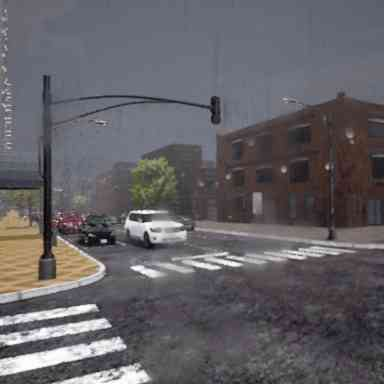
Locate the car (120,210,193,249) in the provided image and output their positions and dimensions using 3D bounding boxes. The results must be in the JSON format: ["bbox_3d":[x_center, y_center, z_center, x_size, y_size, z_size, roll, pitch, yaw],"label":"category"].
[{"bbox_3d":[-2.350,2.131,20.037,2.150,2.045,5.566,0,-3,-28],"label":"car"}]

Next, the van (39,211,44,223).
[{"bbox_3d":[-21.831,3.861,50.758,1.690,1.788,3.998,-1,-2,-28],"label":"van"}]

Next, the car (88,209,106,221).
[{"bbox_3d":[-17.066,4.073,59.590,2.192,1.841,5.009,-1,-2,-28],"label":"car"}]

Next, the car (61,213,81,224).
[{"bbox_3d":[-17.889,3.919,49.109,2.033,1.411,5.357,0,-3,-28],"label":"car"}]

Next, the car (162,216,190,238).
[{"bbox_3d":[-1.329,2.694,26.274,1.994,1.385,4.181,-1,-2,-4],"label":"car"}]

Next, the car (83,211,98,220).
[{"bbox_3d":[-19.758,4.535,64.602,1.752,1.417,4.829,-1,-2,-28],"label":"car"}]

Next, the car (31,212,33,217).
[{"bbox_3d":[-34.920,5.288,75.100,1.887,1.381,4.507,-1,-2,-28],"label":"car"}]

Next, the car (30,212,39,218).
[{"bbox_3d":[-40.079,5.751,84.690,1.752,1.417,4.829,-1,-2,-28],"label":"car"}]

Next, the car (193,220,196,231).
[{"bbox_3d":[-1.229,2.838,30.427,2.008,1.369,4.403,-1,-2,-28],"label":"car"}]

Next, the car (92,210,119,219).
[{"bbox_3d":[-9.126,2.897,32.645,2.097,1.767,4.553,0,-3,-28],"label":"car"}]

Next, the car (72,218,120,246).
[{"bbox_3d":[-6.221,2.615,21.472,1.947,1.339,4.313,-1,-2,-28],"label":"car"}]

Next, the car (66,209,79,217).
[{"bbox_3d":[-30.162,5.296,83.937,2.192,1.841,5.009,-1,-2,-28],"label":"car"}]

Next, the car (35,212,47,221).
[{"bbox_3d":[-29.602,4.772,65.212,1.752,1.417,4.829,-1,-2,-28],"label":"car"}]

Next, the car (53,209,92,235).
[{"bbox_3d":[-11.100,2.823,30.592,2.192,1.841,5.009,-1,-2,-28],"label":"car"}]

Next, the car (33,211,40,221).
[{"bbox_3d":[-27.070,4.325,60.498,2.192,1.841,5.009,-1,-2,-28],"label":"car"}]
